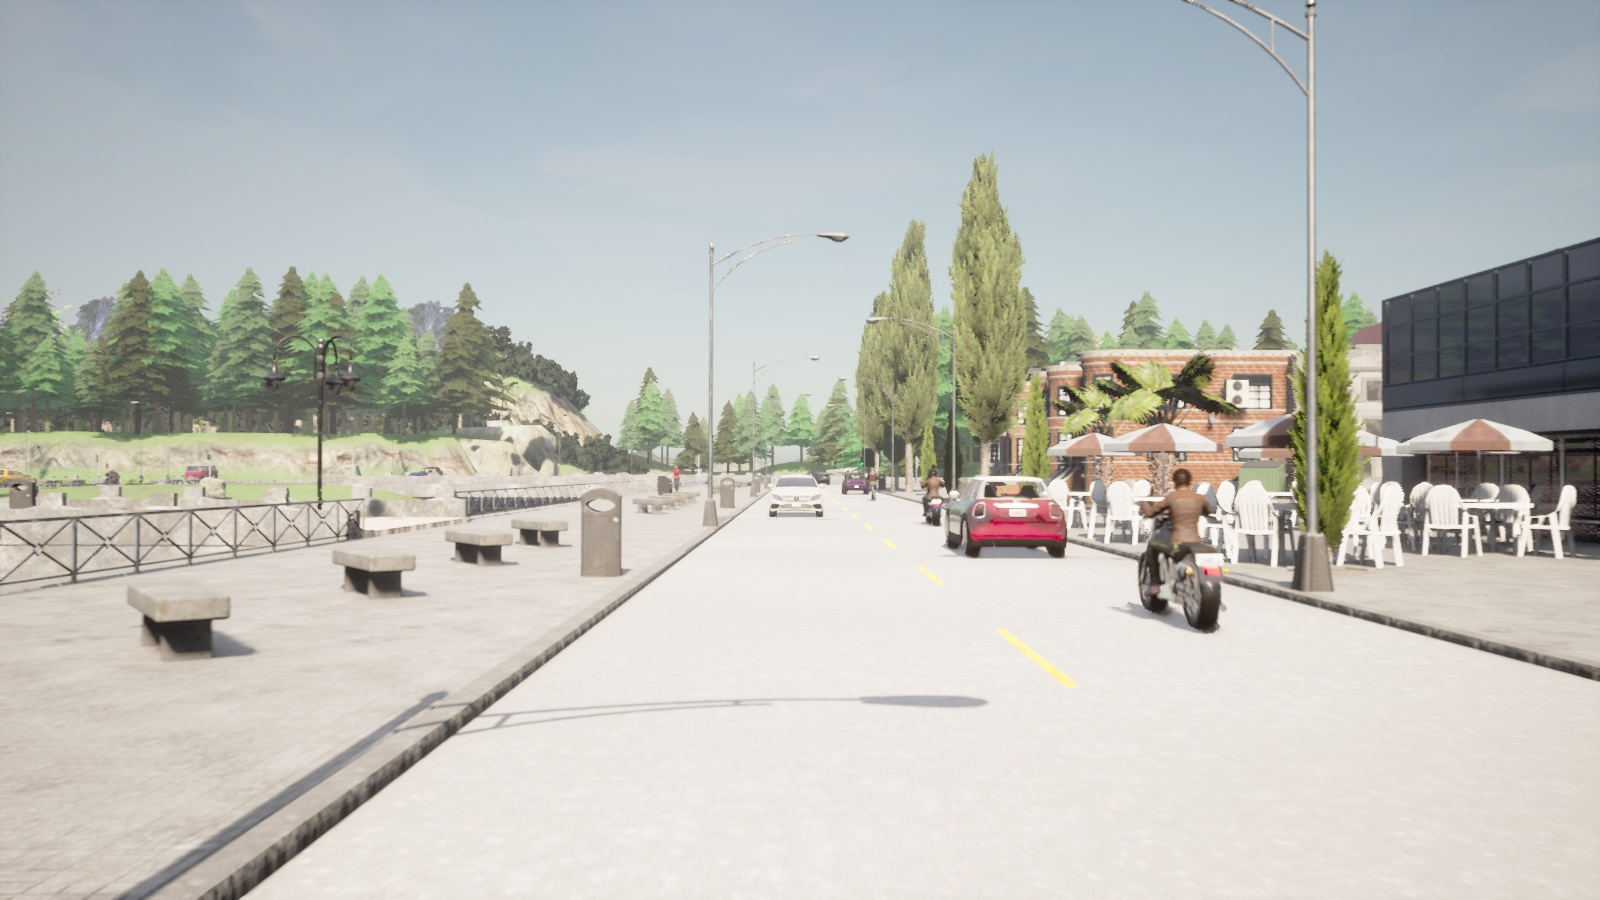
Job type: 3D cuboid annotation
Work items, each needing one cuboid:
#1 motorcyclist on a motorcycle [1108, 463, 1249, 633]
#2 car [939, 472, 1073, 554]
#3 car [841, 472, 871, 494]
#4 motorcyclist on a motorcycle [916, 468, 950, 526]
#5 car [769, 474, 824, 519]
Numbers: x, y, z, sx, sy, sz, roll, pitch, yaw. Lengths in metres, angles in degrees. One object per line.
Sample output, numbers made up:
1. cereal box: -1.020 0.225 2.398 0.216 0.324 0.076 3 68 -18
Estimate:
1. motorcyclist on a motorcycle: 3.964 0.973 13.371 0.766 1.649 2.350 0 -1 0
2. car: 3.935 1.176 24.610 1.970 1.475 3.806 0 -1 0
3. car: 3.778 2.248 85.689 1.816 1.474 4.193 0 -1 0
4. motorcyclist on a motorcycle: 3.903 1.369 37.006 0.766 1.649 2.350 0 -1 0
5. car: -0.113 1.573 43.713 1.812 1.442 4.674 0 -1 0
